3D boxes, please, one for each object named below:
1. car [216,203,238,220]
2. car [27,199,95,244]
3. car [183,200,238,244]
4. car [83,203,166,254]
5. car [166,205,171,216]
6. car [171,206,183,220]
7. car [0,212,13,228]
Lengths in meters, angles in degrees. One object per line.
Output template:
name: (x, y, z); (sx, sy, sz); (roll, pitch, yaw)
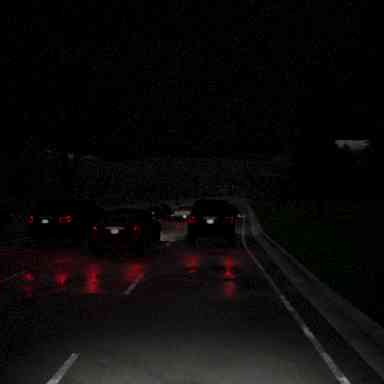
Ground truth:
car: (3.546, 1.898, 33.279); (1.994, 1.385, 4.181); (0, -1, 9)
car: (-5.947, 1.374, 16.807); (2.150, 2.045, 5.566); (0, -1, 6)
car: (1.098, 1.392, 16.985); (2.150, 2.045, 5.566); (0, -1, 7)
car: (-2.660, 1.489, 14.322); (2.097, 1.767, 4.553); (0, 0, 5)
car: (-3.386, 1.855, 34.266); (1.812, 1.442, 4.674); (0, -1, 9)
car: (-0.284, 1.910, 31.509); (1.895, 1.301, 4.718); (0, -1, 9)
car: (-13.920, 1.725, 21.057); (2.033, 1.411, 5.357); (0, -1, 11)
